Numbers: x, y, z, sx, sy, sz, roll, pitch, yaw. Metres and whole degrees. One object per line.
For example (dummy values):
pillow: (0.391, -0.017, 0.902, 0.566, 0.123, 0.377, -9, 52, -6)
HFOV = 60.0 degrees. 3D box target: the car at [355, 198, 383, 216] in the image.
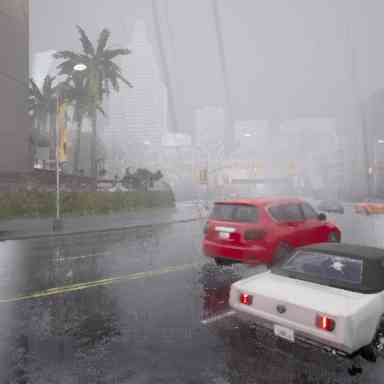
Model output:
car: (17.483, 1.336, 32.416, 2.097, 1.767, 4.553, 0, 0, 11)

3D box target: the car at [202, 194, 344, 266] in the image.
car: (2.713, 1.214, 10.539, 2.150, 2.045, 5.566, 0, 0, 44)

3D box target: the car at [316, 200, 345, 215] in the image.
car: (14.360, 1.543, 34.676, 1.994, 1.385, 4.181, 0, 0, 11)

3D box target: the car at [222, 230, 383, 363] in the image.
car: (2.896, 1.598, 5.936, 4.718, 1.301, 1.895, 0, 0, -42)

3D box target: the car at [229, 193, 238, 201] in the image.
car: (10.797, 1.289, 87.333, 2.185, 1.767, 4.553, 0, 0, 7)

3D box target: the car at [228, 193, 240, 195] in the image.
car: (10.165, 1.419, 80.938, 2.097, 1.535, 5.008, 0, 0, 7)
